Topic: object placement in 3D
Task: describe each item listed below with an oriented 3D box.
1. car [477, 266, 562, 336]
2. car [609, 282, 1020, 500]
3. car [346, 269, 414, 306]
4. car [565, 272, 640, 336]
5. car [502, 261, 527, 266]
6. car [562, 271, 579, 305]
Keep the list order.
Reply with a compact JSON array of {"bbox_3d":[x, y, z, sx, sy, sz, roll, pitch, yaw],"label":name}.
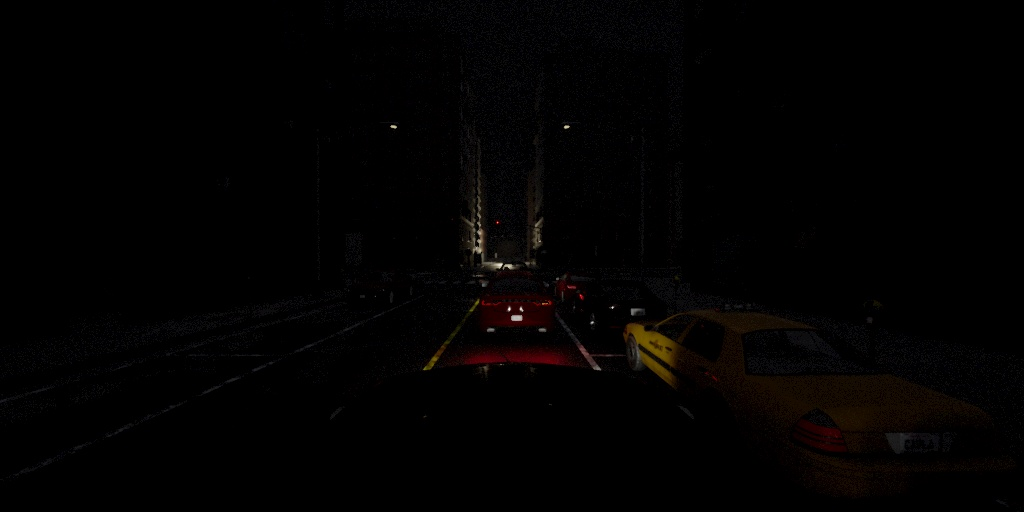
[{"bbox_3d":[0.106,1.225,10.421,1.882,1.535,5.008,0,0,0],"label":"car"},{"bbox_3d":[2.875,1.274,4.826,1.751,1.417,4.829,0,0,0],"label":"car"},{"bbox_3d":[-5.654,1.290,15.837,1.888,1.381,4.507,0,0,0],"label":"car"},{"bbox_3d":[2.883,1.313,10.242,1.948,1.339,4.313,0,0,0],"label":"car"},{"bbox_3d":[0.121,1.096,20.751,2.097,1.767,4.553,0,0,0],"label":"car"},{"bbox_3d":[2.891,1.327,15.828,1.802,1.307,4.207,0,0,0],"label":"car"}]
